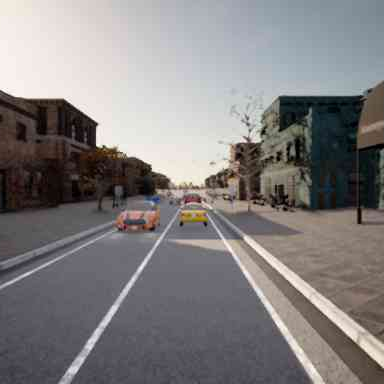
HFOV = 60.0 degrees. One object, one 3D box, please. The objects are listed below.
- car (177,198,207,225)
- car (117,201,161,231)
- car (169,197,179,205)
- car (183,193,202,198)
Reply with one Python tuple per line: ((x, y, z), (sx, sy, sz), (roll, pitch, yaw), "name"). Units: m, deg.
((0.096, 1.435, 23.467), (1.801, 1.575, 5.366), (0, 0, 0), "car")
((-3.102, 1.335, 20.124), (2.097, 1.767, 4.553), (0, 0, 0), "car")
((-3.052, 1.594, 60.489), (2.128, 1.511, 4.902), (0, -1, 1), "car")
((0.092, 1.175, 42.075), (2.150, 2.045, 5.566), (0, 0, 0), "car")
